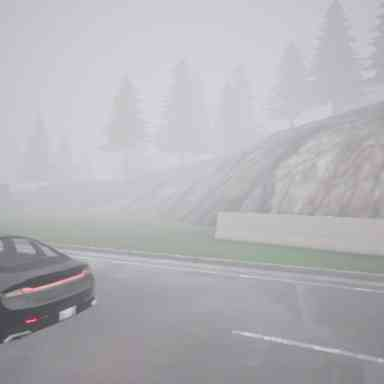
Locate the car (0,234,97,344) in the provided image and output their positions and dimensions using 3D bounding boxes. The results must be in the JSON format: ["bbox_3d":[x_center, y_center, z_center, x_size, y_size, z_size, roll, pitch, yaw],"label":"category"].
[{"bbox_3d":[-3.930,1.488,5.737,4.902,1.511,2.128,0,0,26],"label":"car"}]
